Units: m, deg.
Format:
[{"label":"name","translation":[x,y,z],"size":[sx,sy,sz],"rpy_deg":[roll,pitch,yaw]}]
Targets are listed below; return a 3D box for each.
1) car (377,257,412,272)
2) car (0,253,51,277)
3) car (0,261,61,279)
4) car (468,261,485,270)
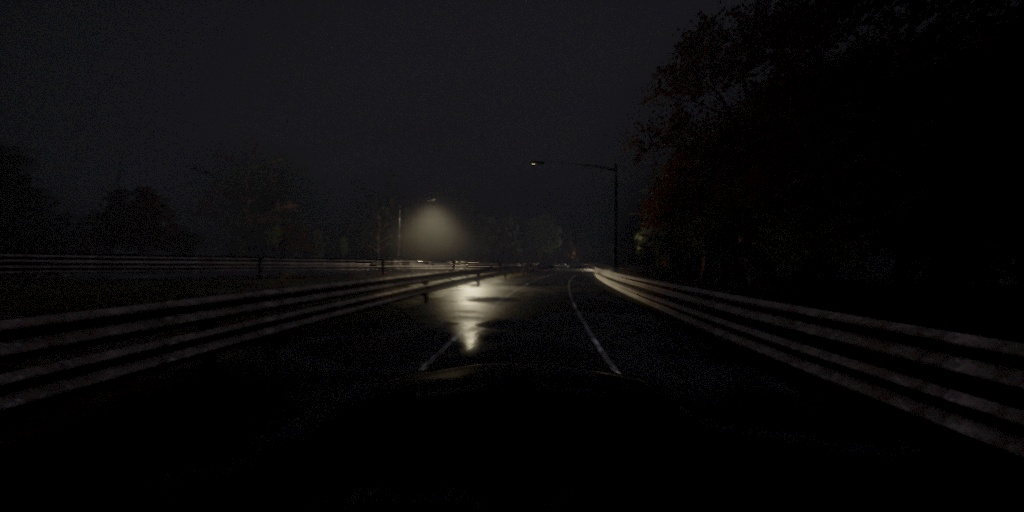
[{"label":"car","translation":[-14.768,0.988,45.510],"size":[2.097,1.767,4.553],"rpy_deg":[0,-1,30]},{"label":"car","translation":[-29.617,0.487,19.896],"size":[1.895,1.301,4.718],"rpy_deg":[0,-1,30]},{"label":"car","translation":[-26.623,0.394,18.083],"size":[2.128,1.511,4.902],"rpy_deg":[0,-2,30]},{"label":"car","translation":[-5.799,1.605,61.153],"size":[2.128,1.511,4.902],"rpy_deg":[0,-2,30]}]
